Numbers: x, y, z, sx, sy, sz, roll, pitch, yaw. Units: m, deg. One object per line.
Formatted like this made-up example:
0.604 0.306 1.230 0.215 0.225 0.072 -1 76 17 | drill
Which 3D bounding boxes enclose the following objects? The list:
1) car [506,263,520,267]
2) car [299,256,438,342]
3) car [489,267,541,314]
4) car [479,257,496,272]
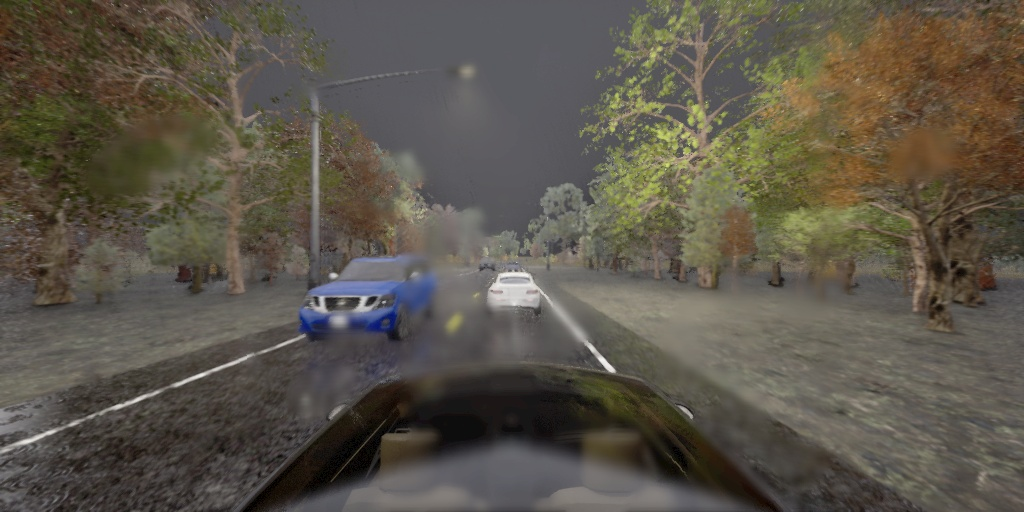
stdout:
0.096 1.430 36.143 2.033 1.411 5.357 0 0 0 | car
-3.599 1.007 10.237 2.150 2.045 5.566 0 0 0 | car
0.102 1.325 13.852 1.812 1.442 4.674 0 0 0 | car
-3.561 1.161 52.079 2.150 2.045 5.566 0 0 0 | car
